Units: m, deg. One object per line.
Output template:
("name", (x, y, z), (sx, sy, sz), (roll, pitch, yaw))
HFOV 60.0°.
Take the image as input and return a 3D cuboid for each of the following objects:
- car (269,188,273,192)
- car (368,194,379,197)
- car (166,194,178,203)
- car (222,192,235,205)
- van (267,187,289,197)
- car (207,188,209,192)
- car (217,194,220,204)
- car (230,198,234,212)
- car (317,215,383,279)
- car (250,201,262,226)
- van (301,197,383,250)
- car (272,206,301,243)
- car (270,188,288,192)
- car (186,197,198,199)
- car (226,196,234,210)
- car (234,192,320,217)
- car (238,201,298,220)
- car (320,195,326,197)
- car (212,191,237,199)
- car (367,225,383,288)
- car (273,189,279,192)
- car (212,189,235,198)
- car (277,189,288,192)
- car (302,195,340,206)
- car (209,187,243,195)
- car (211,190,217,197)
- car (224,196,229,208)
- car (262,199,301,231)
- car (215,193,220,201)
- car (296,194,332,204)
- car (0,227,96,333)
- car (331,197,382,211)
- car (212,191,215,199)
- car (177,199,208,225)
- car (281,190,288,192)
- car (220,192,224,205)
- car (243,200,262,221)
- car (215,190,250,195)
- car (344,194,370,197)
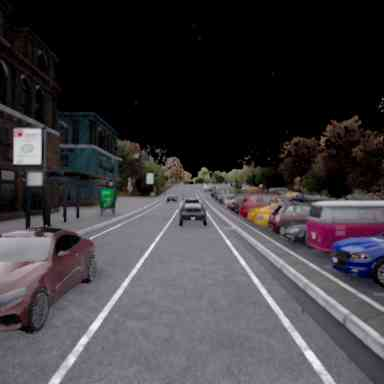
("car", (19.627, 0.385, 72.942), (4.674, 1.452, 2.002), (0, 3, 0))
("car", (19.470, 1.369, 31.125), (4.553, 1.767, 2.185), (0, 0, 0))
("car", (-3.424, 1.066, 57.152), (2.033, 1.411, 5.357), (0, 1, 0))
("car", (6.439, 1.262, 42.169), (4.553, 1.767, 2.185), (0, 1, 0))
("van", (19.509, -0.014, 75.600), (4.442, 1.987, 1.878), (-1, 3, 0))
("car", (6.527, 0.244, 75.587), (4.792, 1.488, 2.163), (0, 3, 0))
("car", (6.462, 1.313, 47.739), (4.792, 1.488, 2.163), (0, 1, 0))
("car", (6.329, 1.526, 31.019), (4.792, 1.488, 2.163), (0, 0, 0))
("car", (6.266, 1.517, 8.750), (5.008, 1.535, 2.097), (0, 0, 0))
("car", (6.495, 1.507, 19.883), (5.366, 1.575, 1.946), (0, 0, 0))
("van", (6.389, 1.290, 11.533), (4.442, 1.987, 1.878), (0, 0, 0))
("car", (6.291, 1.515, 14.317), (4.892, 1.521, 2.231), (0, 0, 0))
("car", (19.614, 0.525, 70.161), (4.674, 1.452, 2.002), (0, 3, 0))
("car", (0.005, 1.339, 41.423), (2.128, 1.511, 4.902), (0, 1, 0))
("car", (6.366, 1.481, 33.806), (5.008, 1.535, 2.097), (0, 0, 0))
("car", (6.362, 1.254, 25.450), (5.566, 2.045, 2.435), (0, 0, 0))
("car", (6.344, 1.543, 28.233), (4.674, 1.452, 2.002), (0, 0, 0))
("car", (19.303, 1.381, 42.286), (5.366, 1.575, 1.946), (0, 1, 0))
("car", (6.514, 0.628, 67.247), (5.008, 1.535, 2.097), (0, 2, 0))
("car", (6.243, 1.518, 5.967), (5.008, 1.535, 2.097), (0, 0, 0))
("car", (19.628, 0.654, 67.252), (4.792, 1.488, 2.163), (0, 3, 0))
("car", (6.562, 0.370, 70.016), (4.553, 1.767, 2.185), (0, 3, 0))
("car", (19.772, 0.746, 64.460), (5.366, 1.575, 1.946), (0, 2, 0))
("car", (19.519, 1.217, 50.519), (4.892, 1.521, 2.231), (0, 2, 0))
("car", (6.535, 0.501, 64.445), (5.566, 2.045, 2.435), (0, 2, 0))
("car", (6.488, 0.868, 61.668), (4.892, 1.521, 2.231), (0, 2, 0))
("car", (6.377, 1.458, 36.595), (5.008, 1.535, 2.097), (0, 1, 0))
("car", (6.266, 1.386, 17.226), (4.553, 1.767, 2.185), (0, 0, 0))
("car", (6.416, 1.247, 50.526), (4.792, 1.488, 2.163), (0, 1, 0))
("car", (19.532, 1.138, 53.435), (5.008, 1.535, 2.097), (0, 2, 0))
("car", (-3.354, 1.524, 6.921), (1.812, 1.442, 4.674), (0, 0, 0))
("car", (19.482, 1.424, 39.496), (5.008, 1.535, 2.097), (0, 1, 0))
("car", (6.453, 1.000, 58.892), (4.792, 1.488, 2.163), (0, 2, 0))
("car", (0.065, 1.487, 24.107), (1.837, 1.490, 4.892), (0, 0, 0))
("car", (19.760, 0.861, 61.667), (5.366, 1.575, 1.946), (0, 2, 0))
("car", (6.451, 1.215, 44.949), (4.553, 1.767, 2.185), (0, 1, 0))
("car", (6.316, 1.507, 22.667), (5.008, 1.535, 2.097), (0, 0, 0))
("car", (6.426, 1.019, 53.309), (4.553, 1.767, 2.185), (0, 2, 0))
("car", (19.492, 1.205, 36.705), (5.566, 2.045, 2.435), (0, 1, 0))
